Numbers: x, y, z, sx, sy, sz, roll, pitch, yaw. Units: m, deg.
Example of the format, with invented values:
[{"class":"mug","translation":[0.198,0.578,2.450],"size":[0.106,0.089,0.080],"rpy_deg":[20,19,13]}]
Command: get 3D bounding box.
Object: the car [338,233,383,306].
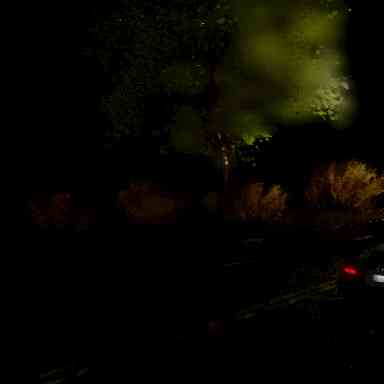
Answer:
[{"class":"car","translation":[5.410,1.333,7.333],"size":[5.357,1.411,2.033],"rpy_deg":[-7,4,-35]}]
